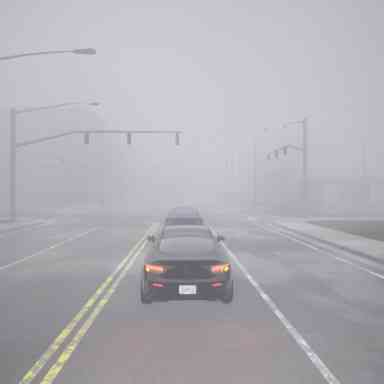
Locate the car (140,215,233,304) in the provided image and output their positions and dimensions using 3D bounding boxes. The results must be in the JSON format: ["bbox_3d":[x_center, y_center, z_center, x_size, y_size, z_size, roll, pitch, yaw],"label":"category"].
[{"bbox_3d":[-0.141,1.526,8.065,1.812,1.442,4.674,0,0,-2],"label":"car"}]

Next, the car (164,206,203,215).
[{"bbox_3d":[-0.420,1.477,17.114,1.882,1.535,5.008,0,0,-2],"label":"car"}]
